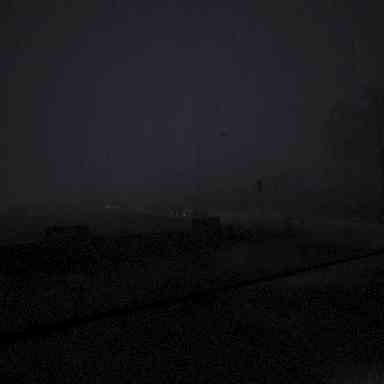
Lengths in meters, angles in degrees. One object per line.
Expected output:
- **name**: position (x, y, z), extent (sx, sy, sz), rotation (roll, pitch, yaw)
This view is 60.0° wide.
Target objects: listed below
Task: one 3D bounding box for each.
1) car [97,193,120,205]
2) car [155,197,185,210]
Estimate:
- **car**: position (-13.921, 1.156, 55.137), extent (2.150, 2.045, 5.566), rotation (0, 0, -35)
- **car**: position (-2.669, 1.384, 39.180), extent (1.812, 1.442, 4.674), rotation (0, 0, -36)
